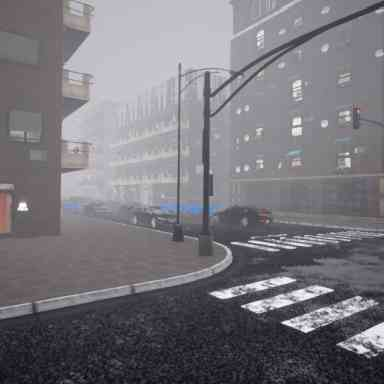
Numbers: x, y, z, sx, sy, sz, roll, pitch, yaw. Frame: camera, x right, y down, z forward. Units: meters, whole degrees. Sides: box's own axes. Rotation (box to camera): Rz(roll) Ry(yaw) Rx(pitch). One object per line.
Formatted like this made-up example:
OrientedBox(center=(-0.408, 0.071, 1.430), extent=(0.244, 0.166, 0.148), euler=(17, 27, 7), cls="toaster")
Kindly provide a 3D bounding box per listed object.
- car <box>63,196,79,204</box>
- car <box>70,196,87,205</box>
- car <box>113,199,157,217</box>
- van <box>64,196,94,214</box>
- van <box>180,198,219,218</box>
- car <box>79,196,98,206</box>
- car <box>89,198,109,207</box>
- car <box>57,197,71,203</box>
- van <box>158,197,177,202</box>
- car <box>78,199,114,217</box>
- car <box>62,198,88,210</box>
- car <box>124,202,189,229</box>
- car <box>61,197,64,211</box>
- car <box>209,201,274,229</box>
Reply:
OrientedBox(center=(-24.596, 1.615, 67.504), extent=(1.967, 1.590, 4.097), euler=(1, -1, -35), cls="car")
OrientedBox(center=(-21.412, 1.607, 62.904), extent=(1.967, 1.590, 4.097), euler=(1, -1, -35), cls="car")
OrientedBox(center=(-5.133, 1.600, 29.883), extent=(1.994, 1.385, 4.181), euler=(1, -1, -35), cls="car")
OrientedBox(center=(-11.966, 1.361, 35.422), extent=(1.690, 1.788, 3.998), euler=(1, -1, -35), cls="van")
OrientedBox(center=(0.881, 1.440, 30.709), extent=(1.690, 1.788, 3.998), euler=(1, -1, -35), cls="van")
OrientedBox(center=(-18.227, 1.598, 58.305), extent=(1.967, 1.590, 4.097), euler=(1, -1, -35), cls="car")
OrientedBox(center=(-15.044, 1.730, 53.704), extent=(1.802, 1.307, 4.206), euler=(1, -1, -35), cls="car")
OrientedBox(center=(-27.782, 1.728, 72.102), extent=(1.887, 1.381, 4.507), euler=(1, -1, -35), cls="car")
OrientedBox(center=(-2.303, 1.450, 35.309), extent=(1.690, 1.788, 3.998), euler=(1, -1, -35), cls="van")
OrientedBox(center=(-8.784, 1.592, 30.821), extent=(1.802, 1.307, 4.206), euler=(1, -1, -35), cls="car")
OrientedBox(center=(-16.196, 1.563, 45.952), extent=(2.128, 1.511, 4.902), euler=(1, -1, -34), cls="car")
OrientedBox(center=(-2.414, 1.540, 21.623), extent=(2.008, 1.369, 4.403), euler=(1, -1, -35), cls="car")
OrientedBox(center=(-15.153, 1.581, 40.020), extent=(2.008, 1.369, 4.403), euler=(1, -1, -35), cls="car")
OrientedBox(center=(3.294, 1.568, 22.365), extent=(1.837, 1.490, 4.892), euler=(0, 0, -33), cls="car")
